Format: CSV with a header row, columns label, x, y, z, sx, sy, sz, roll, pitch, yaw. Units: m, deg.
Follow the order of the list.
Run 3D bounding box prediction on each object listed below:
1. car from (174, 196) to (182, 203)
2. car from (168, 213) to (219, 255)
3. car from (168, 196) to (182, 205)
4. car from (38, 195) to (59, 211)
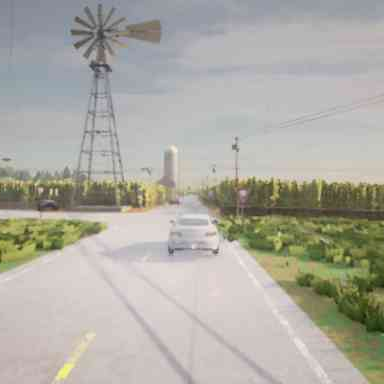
label,x,y,z,sx,sy,sz,roll,pitch,yaw
car,-3.204,1.696,76.293,1.812,1.442,4.674,0,0,0
car,0.064,1.557,13.250,1.812,1.442,4.674,0,0,0
car,-3.236,1.620,60.957,1.882,1.535,5.008,0,0,1
car,-17.224,1.310,39.768,1.905,1.878,3.866,0,0,-31
